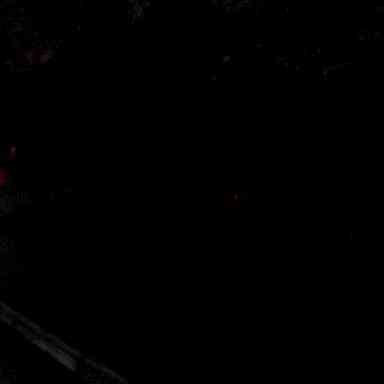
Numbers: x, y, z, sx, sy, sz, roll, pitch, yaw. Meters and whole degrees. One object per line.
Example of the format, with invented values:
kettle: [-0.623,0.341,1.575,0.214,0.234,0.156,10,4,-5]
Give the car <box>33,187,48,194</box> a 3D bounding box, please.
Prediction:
car: [-30.735,-0.257,67.608,1.895,1.301,4.718,0,2,-15]

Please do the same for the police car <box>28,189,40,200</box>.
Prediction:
police car: [-22.919,0.302,49.897,1.930,1.638,5.238,0,2,-7]
